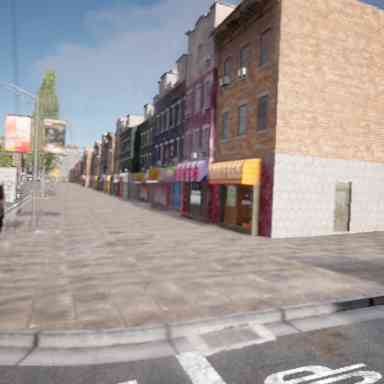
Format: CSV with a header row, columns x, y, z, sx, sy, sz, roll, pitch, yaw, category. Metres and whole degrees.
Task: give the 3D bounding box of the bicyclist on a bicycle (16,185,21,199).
x,y,z,sx,sy,sz,roll,pitch,yaw,category
-21.471,0.055,41.179,0.659,1.776,1.843,2,2,-22,bicyclist on a bicycle
